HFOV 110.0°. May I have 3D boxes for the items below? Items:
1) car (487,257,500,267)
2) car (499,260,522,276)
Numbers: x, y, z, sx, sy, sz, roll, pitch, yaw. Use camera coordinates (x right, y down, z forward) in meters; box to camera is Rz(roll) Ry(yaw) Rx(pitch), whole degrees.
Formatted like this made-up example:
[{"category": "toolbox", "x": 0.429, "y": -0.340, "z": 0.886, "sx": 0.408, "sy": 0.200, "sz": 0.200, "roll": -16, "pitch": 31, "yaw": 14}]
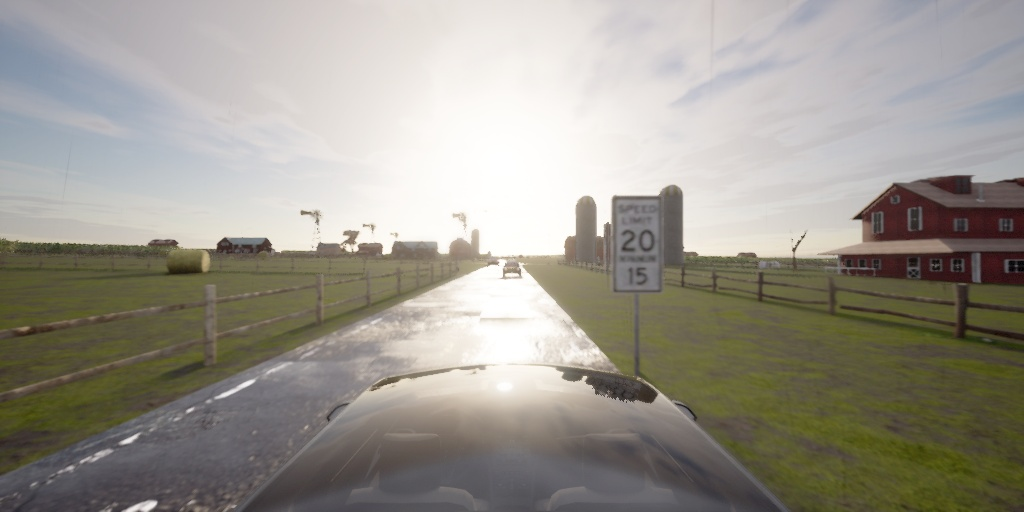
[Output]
[{"category": "car", "x": -2.769, "y": 0.829, "z": 54.345, "sx": 1.882, "sy": 1.535, "sz": 5.008, "roll": 0, "pitch": 0, "yaw": 0}, {"category": "car", "x": -0.009, "y": 1.315, "z": 36.221, "sx": 1.895, "sy": 1.301, "sz": 4.718, "roll": 0, "pitch": 0, "yaw": 0}]
